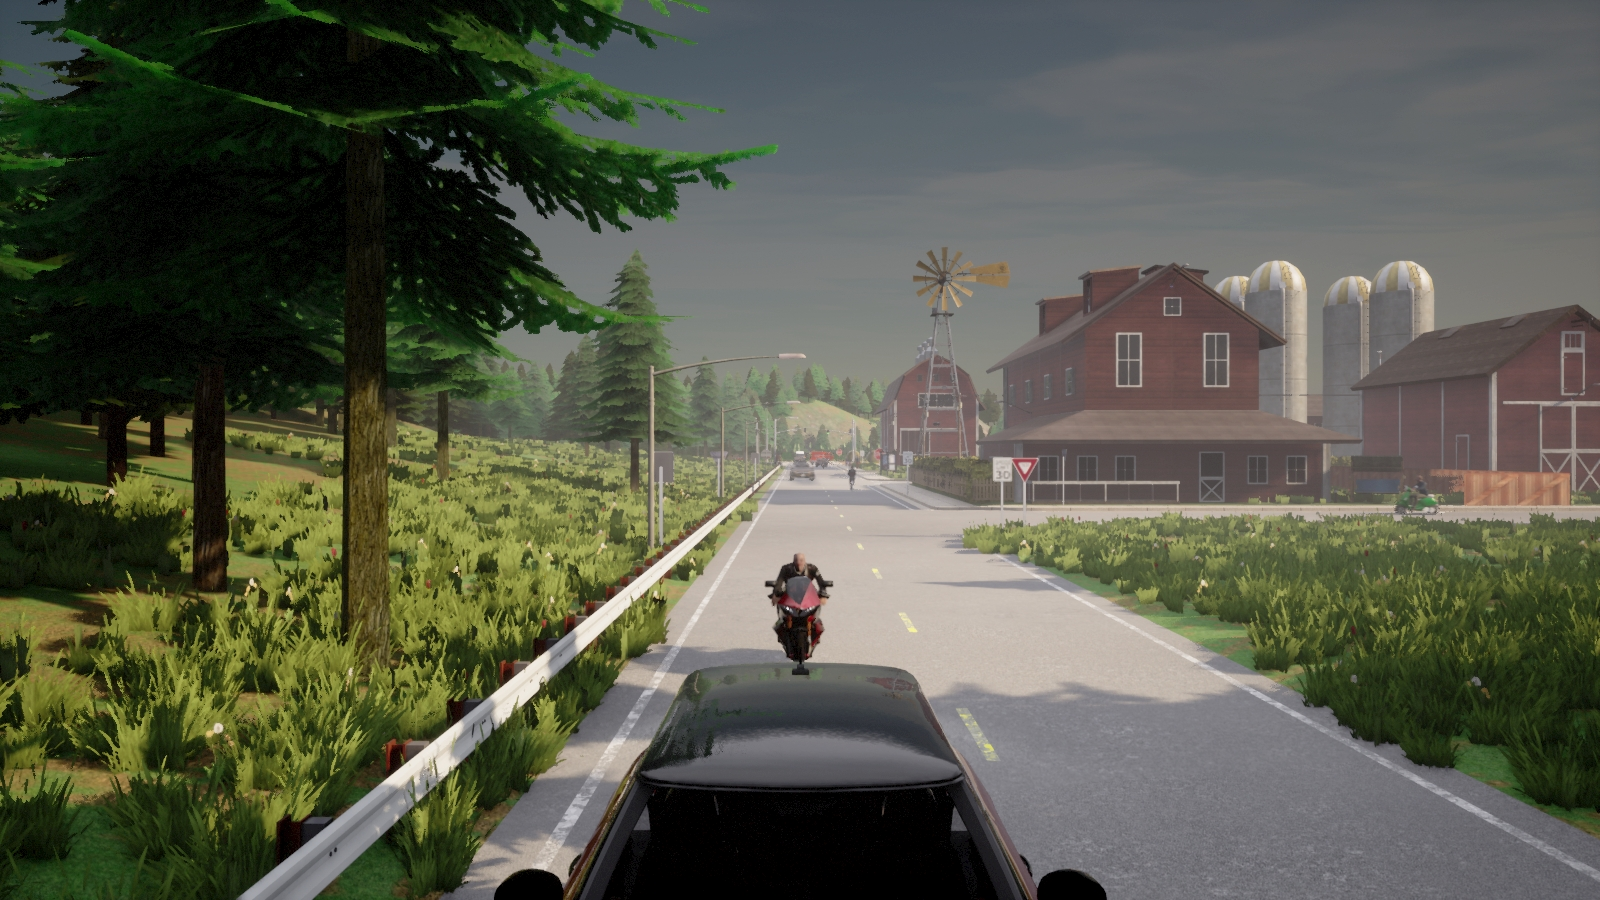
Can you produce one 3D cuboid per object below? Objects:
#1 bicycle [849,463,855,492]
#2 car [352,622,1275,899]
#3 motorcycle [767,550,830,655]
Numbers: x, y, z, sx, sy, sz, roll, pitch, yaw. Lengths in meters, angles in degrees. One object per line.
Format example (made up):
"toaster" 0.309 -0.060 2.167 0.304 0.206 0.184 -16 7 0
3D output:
"bicycle" 3.513 1.836 77.179 0.329 1.919 1.835 0 0 0
"car" 0.033 1.906 4.501 2.097 1.767 4.553 0 0 0
"motorcycle" -0.027 2.205 16.920 0.867 1.251 2.209 0 0 0
